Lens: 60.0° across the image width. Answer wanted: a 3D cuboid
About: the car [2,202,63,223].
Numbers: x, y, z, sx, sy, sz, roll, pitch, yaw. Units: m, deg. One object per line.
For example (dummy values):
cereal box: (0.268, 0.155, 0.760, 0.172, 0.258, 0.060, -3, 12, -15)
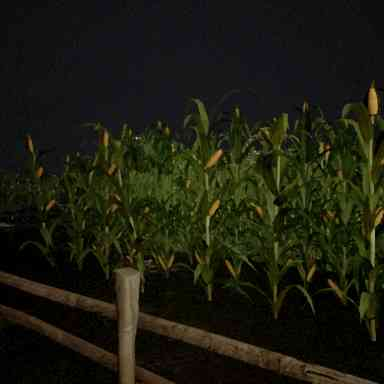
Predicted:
car: (-11.742, 1.443, 24.813, 1.994, 1.385, 4.181, 0, 1, 35)
